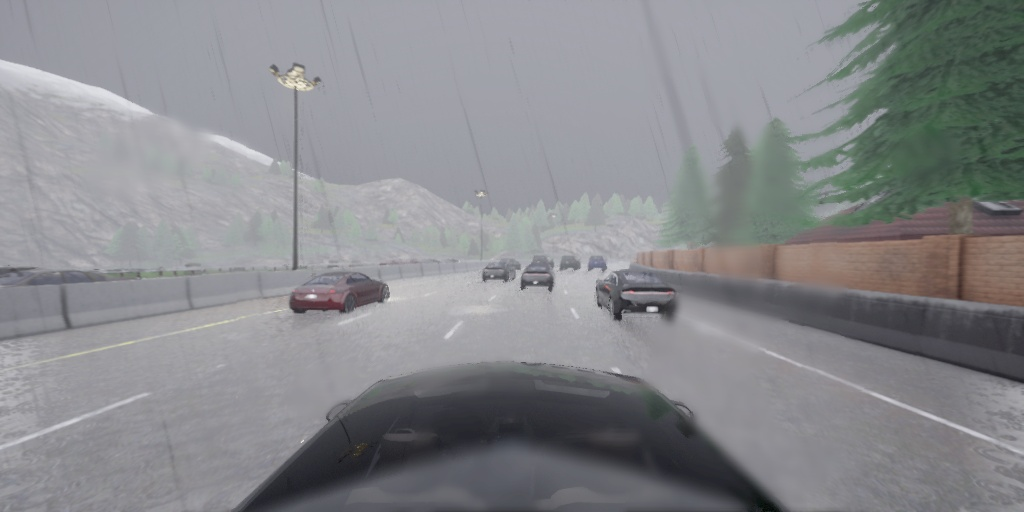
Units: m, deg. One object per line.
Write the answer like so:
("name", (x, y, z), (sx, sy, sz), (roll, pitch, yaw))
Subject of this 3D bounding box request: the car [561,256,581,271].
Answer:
("car", (8.002, 0.974, 48.767), (2.150, 2.045, 5.566), (0, 0, 19))

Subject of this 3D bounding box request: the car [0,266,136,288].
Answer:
("car", (-17.116, 1.215, 13.044), (2.033, 1.411, 5.357), (0, 0, 4))

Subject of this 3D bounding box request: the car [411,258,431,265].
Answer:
("car", (-12.588, 1.162, 53.626), (1.837, 1.490, 4.892), (0, 0, 18))

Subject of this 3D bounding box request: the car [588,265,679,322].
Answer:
("car", (4.079, 1.253, 12.370), (2.128, 1.511, 4.902), (0, 0, 4))

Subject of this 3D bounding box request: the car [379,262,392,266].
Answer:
("car", (-18.898, 1.229, 56.802), (1.895, 1.301, 4.718), (0, 0, 19))

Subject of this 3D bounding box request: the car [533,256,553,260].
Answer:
("car", (4.241, 0.957, 48.575), (2.150, 2.045, 5.566), (0, 0, 18))

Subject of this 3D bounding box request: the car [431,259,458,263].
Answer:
("car", (-9.347, 1.177, 52.290), (1.837, 1.490, 4.892), (0, 0, 18))

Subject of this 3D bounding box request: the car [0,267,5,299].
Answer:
("car", (-24.001, 1.200, 14.142), (1.994, 1.385, 4.181), (0, 0, 5))

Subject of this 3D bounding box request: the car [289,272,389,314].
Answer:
("car", (-6.323, 1.278, 13.610), (1.994, 1.385, 4.181), (0, 0, 4))

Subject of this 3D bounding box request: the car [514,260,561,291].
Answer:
("car", (1.686, 1.235, 21.953), (2.128, 1.511, 4.902), (0, 0, 9))

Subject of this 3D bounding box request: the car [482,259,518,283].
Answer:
("car", (-0.930, 1.220, 27.553), (2.128, 1.511, 4.902), (0, 0, 10))

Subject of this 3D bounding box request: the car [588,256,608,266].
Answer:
("car", (11.752, 0.990, 48.979), (2.150, 2.045, 5.566), (0, 0, 19))

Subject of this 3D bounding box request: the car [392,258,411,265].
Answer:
("car", (-15.763, 1.120, 55.133), (1.882, 1.535, 5.008), (0, 0, 18))
